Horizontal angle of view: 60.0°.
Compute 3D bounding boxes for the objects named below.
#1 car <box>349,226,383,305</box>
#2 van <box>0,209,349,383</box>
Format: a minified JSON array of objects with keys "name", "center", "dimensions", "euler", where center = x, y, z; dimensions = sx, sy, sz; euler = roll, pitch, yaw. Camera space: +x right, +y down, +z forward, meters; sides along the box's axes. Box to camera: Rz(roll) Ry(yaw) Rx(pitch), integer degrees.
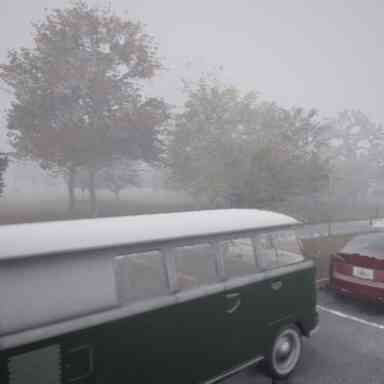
[{"name":"car","center":[5.080,1.519,7.605],"dimensions":[4.792,1.488,2.163],"euler":[-1,0,-36]},{"name":"van","center":[-0.264,1.253,3.884],"dimensions":[4.442,1.987,1.878],"euler":[-1,0,-37]}]
